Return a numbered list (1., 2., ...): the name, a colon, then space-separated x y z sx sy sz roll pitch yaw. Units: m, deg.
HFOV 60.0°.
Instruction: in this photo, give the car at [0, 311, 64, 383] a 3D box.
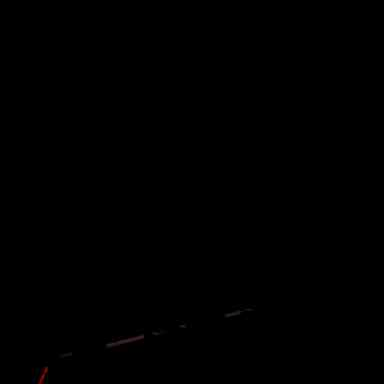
1. car: -3.262 1.510 1.674 4.892 1.490 1.837 1 -1 -34
